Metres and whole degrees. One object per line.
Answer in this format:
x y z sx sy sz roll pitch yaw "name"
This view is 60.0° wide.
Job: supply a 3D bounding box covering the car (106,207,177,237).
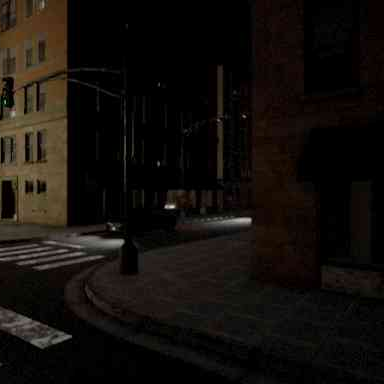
-2.672 1.599 18.782 1.812 1.442 4.674 0 0 34 "car"
